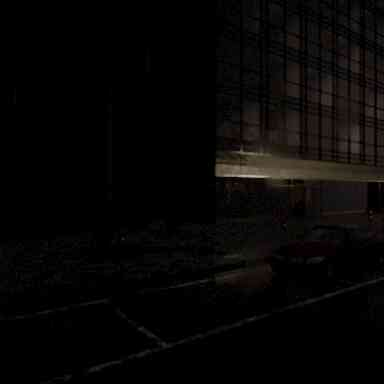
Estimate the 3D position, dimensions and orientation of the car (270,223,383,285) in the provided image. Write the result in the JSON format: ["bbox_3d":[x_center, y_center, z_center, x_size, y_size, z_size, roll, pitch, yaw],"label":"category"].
[{"bbox_3d":[4.045,1.577,9.416,4.206,1.307,1.802,0,0,-35],"label":"car"}]
